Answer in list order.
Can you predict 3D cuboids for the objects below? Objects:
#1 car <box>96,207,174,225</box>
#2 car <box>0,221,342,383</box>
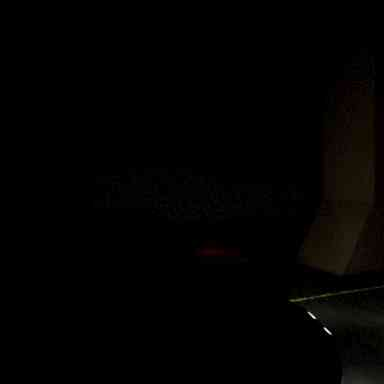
[{"bbox_3d":[-2.184,1.395,10.386,5.008,1.535,1.882,0,0,-27],"label":"car"},{"bbox_3d":[-0.716,1.325,2.979,4.553,1.767,2.097,0,0,-34],"label":"car"}]
